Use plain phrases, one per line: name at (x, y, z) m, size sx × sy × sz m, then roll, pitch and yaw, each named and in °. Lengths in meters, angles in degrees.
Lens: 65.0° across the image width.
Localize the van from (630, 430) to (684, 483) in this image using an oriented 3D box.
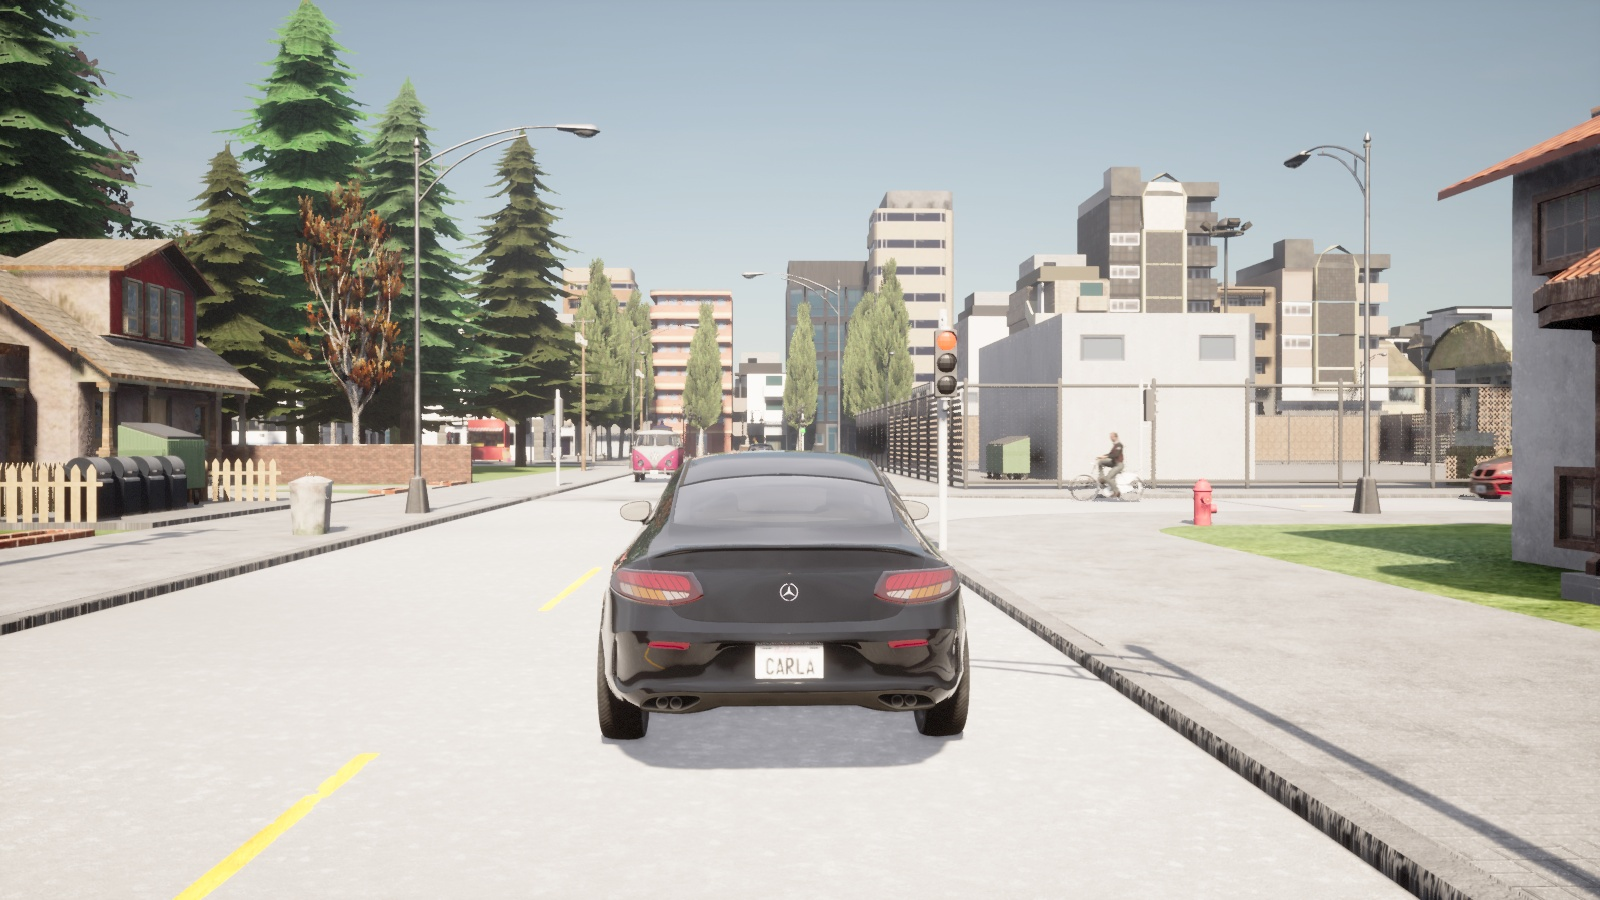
van at (-5.522, 0.218, 49.039) m, size 1.775 × 1.987 × 4.442 m, roll 0°, pitch 0°, yaw -2°

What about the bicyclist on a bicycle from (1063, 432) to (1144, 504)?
bicyclist on a bicycle at (7.545, 0.447, 31.252) m, size 1.843 × 1.776 × 0.659 m, roll 0°, pitch 0°, yaw -2°

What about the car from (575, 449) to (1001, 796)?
car at (-0.142, 0.729, 7.674) m, size 1.812 × 1.442 × 4.674 m, roll 0°, pitch 0°, yaw -2°

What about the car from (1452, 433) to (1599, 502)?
car at (19.315, 0.428, 31.634) m, size 4.611 × 1.667 × 2.242 m, roll 0°, pitch 0°, yaw -2°

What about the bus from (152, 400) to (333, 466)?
bus at (-36.825, -1.130, 83.327) m, size 10.273 × 4.253 × 3.944 m, roll 0°, pitch 0°, yaw -2°

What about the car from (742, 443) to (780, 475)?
car at (-1.920, 0.411, 61.513) m, size 1.816 × 1.474 × 4.193 m, roll 0°, pitch 0°, yaw -2°
